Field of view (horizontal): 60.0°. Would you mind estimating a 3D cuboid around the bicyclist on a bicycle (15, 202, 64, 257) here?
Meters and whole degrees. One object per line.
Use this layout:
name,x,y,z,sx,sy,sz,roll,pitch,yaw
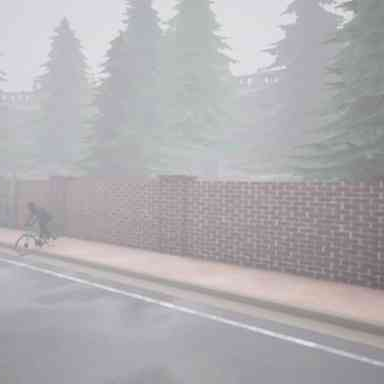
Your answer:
bicyclist on a bicycle,-4.824,1.098,10.481,0.582,1.620,1.656,2,10,34
